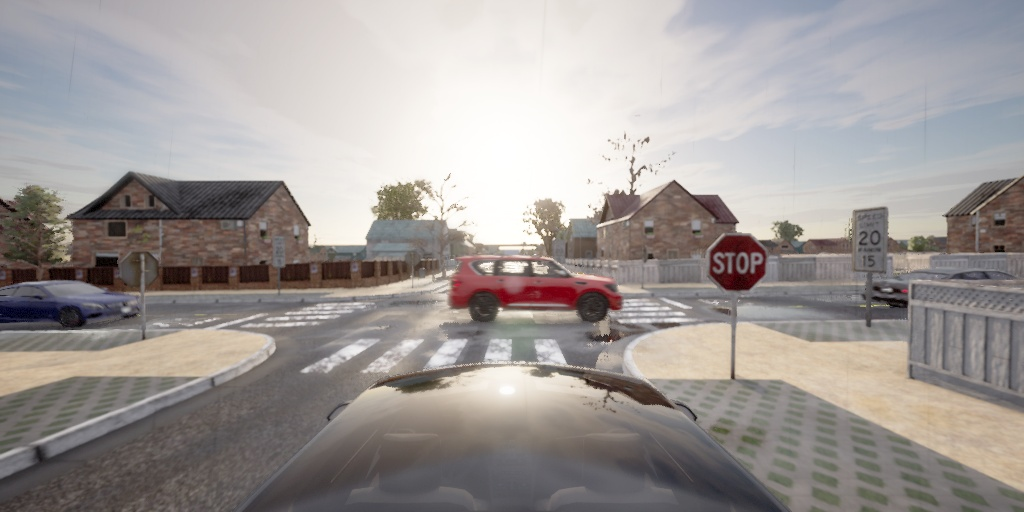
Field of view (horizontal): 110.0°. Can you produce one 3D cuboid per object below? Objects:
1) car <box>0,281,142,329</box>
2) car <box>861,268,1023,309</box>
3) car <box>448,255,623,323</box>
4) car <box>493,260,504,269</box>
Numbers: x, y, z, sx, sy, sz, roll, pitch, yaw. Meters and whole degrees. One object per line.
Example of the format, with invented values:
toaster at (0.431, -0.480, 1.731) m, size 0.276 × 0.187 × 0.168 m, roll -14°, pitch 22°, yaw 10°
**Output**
car at (-15.236, 1.561, 12.016) m, size 4.674 × 1.442 × 1.812 m, roll -1°, pitch 1°, yaw 1°
car at (14.688, 1.103, 11.624) m, size 5.357 × 1.411 × 2.033 m, roll -1°, pitch 1°, yaw 1°
car at (0.700, 0.996, 11.817) m, size 5.566 × 2.045 × 2.150 m, roll 0°, pitch 0°, yaw 1°
car at (-2.267, 1.425, 61.221) m, size 1.812 × 1.442 × 4.674 m, roll 0°, pitch 0°, yaw 1°
